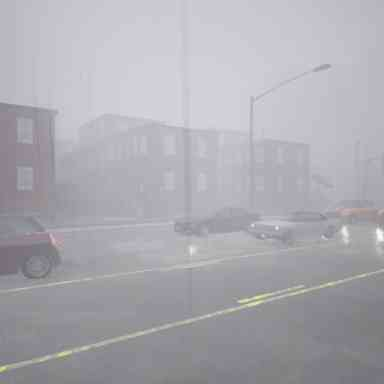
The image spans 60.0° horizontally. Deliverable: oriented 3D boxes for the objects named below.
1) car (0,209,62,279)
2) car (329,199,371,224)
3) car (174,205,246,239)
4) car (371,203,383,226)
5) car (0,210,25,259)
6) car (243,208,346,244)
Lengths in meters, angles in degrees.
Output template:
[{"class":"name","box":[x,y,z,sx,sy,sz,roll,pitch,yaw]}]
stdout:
[{"class":"car","box":[-5.833,1.352,8.403,4.553,1.767,2.097,0,0,-35]},{"class":"car","box":[11.697,1.350,24.503,4.553,1.767,2.097,0,0,-34]},{"class":"car","box":[1.396,1.476,17.571,5.008,1.535,1.882,0,0,-34]},{"class":"car","box":[14.274,1.350,22.016,4.553,1.767,2.097,0,0,-34]},{"class":"car","box":[-8.424,1.491,11.169,4.902,1.511,2.128,0,0,-31]},{"class":"car","box":[4.935,1.600,15.740,4.718,1.301,1.895,0,0,-34]}]
